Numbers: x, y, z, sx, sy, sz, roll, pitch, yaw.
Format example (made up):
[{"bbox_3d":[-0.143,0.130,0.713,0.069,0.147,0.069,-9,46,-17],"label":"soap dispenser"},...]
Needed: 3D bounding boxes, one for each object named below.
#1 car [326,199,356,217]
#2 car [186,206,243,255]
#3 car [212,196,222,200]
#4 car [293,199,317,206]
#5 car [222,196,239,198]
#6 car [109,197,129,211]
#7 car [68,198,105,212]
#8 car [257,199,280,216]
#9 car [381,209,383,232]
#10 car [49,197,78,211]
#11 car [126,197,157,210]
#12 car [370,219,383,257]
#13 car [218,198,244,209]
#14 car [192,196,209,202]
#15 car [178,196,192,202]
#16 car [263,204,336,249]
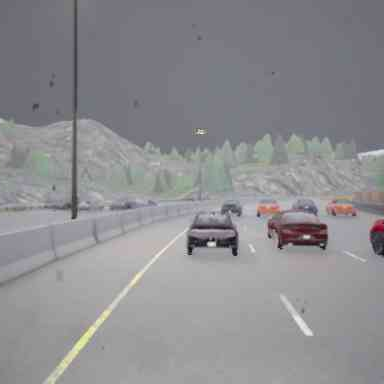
[{"bbox_3d":[14.898,1.478,33.484,2.097,1.767,4.553,0,0,13],"label":"car"},{"bbox_3d":[0.875,1.530,13.494,2.128,1.511,4.902,0,0,5],"label":"car"},{"bbox_3d":[6.493,1.633,79.536,1.812,1.442,4.674,0,0,28],"label":"car"},{"bbox_3d":[11.277,1.469,33.372,2.097,1.767,4.553,0,0,13],"label":"car"},{"bbox_3d":[9.556,1.642,77.843,2.128,1.511,4.902,0,0,28],"label":"car"},{"bbox_3d":[-8.510,1.444,41.527,2.097,1.767,4.553,0,0,15],"label":"car"},{"bbox_3d":[-12.482,1.680,40.235,1.895,1.301,4.718,0,0,14],"label":"car"},{"bbox_3d":[7.658,1.460,33.261,2.097,1.767,4.553,0,0,13],"label":"car"},{"bbox_3d":[11.812,1.675,17.157,1.895,1.301,4.718,0,0,7],"label":"car"},{"bbox_3d":[-15.723,1.425,41.551,2.097,1.767,4.553,0,0,15],"label":"car"},{"bbox_3d":[-5.581,1.617,38.942,1.812,1.442,4.674,0,0,14],"label":"car"},{"bbox_3d":[7.574,1.267,10.055,2.150,2.045,5.566,0,0,4],"label":"car"},{"bbox_3d":[4.101,1.605,33.487,1.837,1.490,4.892,0,0,13],"label":"car"},{"bbox_3d":[2.386,1.708,79.256,1.837,1.490,4.892,0,0,27],"label":"car"},{"bbox_3d":[-1.295,1.731,79.751,2.033,1.411,5.357,0,0,27],"label":"car"},{"bbox_3d":[4.523,1.529,14.839,1.882,1.535,5.008,0,0,6],"label":"car"}]
